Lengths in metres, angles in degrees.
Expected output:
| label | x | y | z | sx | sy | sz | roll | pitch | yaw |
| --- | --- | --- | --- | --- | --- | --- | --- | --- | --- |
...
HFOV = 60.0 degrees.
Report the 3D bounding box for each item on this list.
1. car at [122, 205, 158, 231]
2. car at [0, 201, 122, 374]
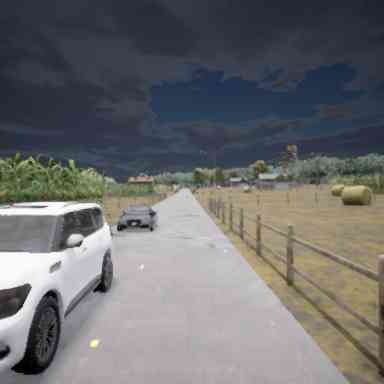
| label | x | y | z | sx | sy | sz | roll | pitch | yaw |
| --- | --- | --- | --- | --- | --- | --- | --- | --- | --- |
| car | -3.125 | 1.499 | 19.763 | 1.994 | 1.385 | 4.181 | 0 | 0 | -1 |
| car | -2.926 | 1.224 | 5.956 | 2.150 | 2.045 | 5.566 | 0 | 0 | -1 |
